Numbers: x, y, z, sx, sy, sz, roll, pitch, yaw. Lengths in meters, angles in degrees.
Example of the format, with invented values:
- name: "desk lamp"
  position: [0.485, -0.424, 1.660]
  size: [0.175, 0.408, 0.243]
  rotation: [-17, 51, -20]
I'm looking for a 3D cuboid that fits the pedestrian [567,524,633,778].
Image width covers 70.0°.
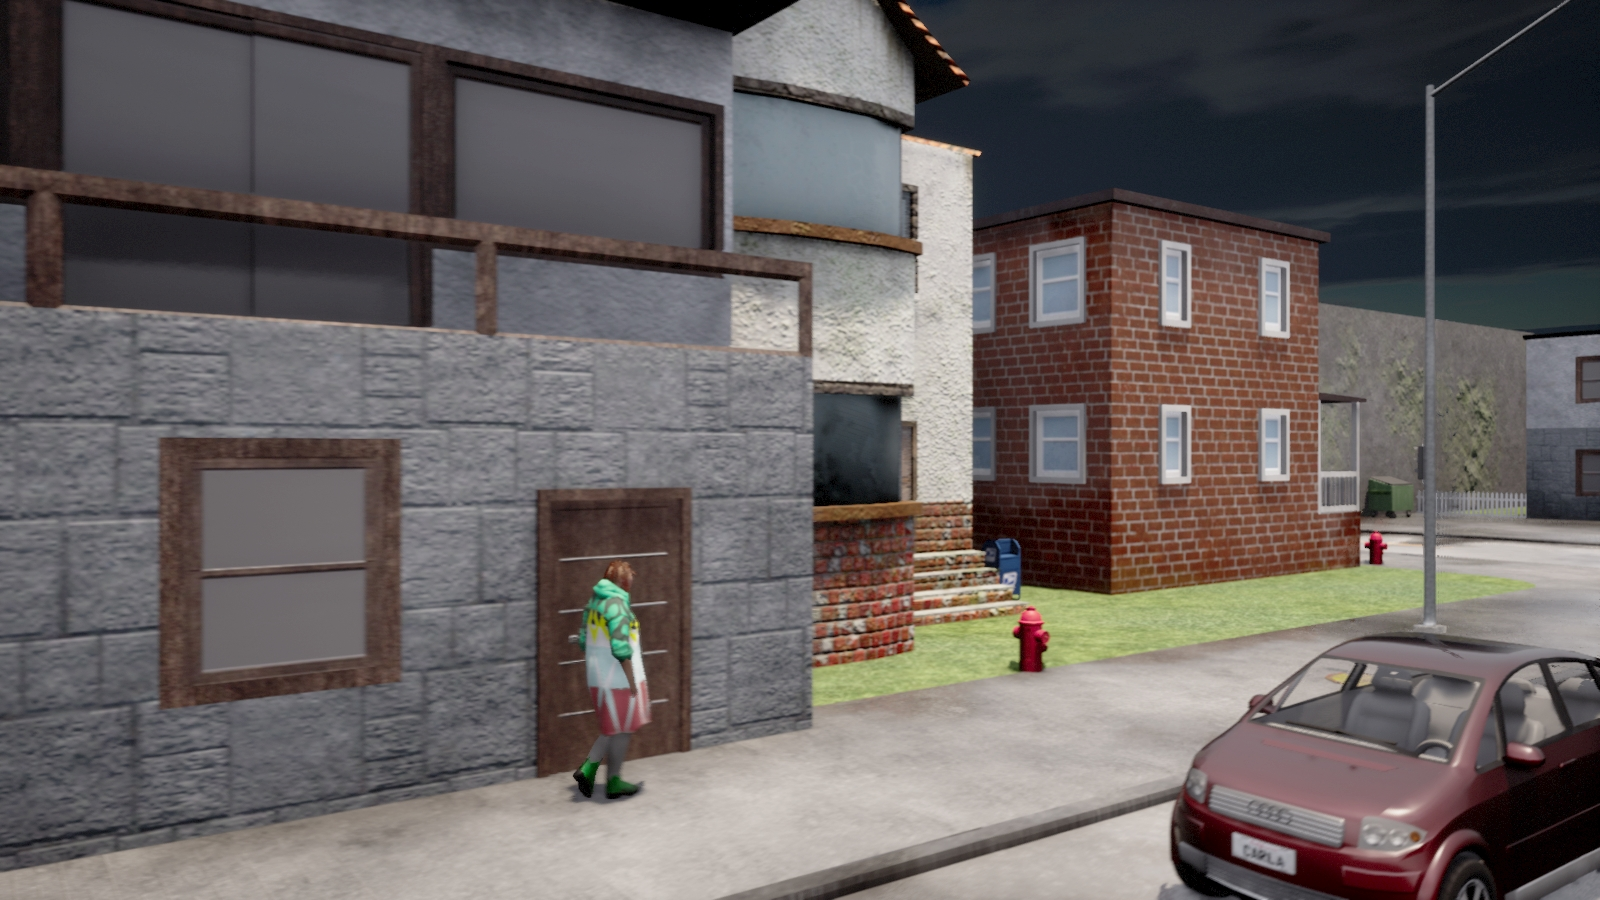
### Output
- name: "pedestrian"
  position: [-1.541, 1.520, 8.797]
  size: [0.375, 1.860, 0.375]
  rotation: [0, 0, -36]

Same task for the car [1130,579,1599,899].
- name: "car"
  position: [4.056, 1.812, 7.377]
  size: [3.705, 1.549, 1.789]
  rotation: [0, 0, -36]
